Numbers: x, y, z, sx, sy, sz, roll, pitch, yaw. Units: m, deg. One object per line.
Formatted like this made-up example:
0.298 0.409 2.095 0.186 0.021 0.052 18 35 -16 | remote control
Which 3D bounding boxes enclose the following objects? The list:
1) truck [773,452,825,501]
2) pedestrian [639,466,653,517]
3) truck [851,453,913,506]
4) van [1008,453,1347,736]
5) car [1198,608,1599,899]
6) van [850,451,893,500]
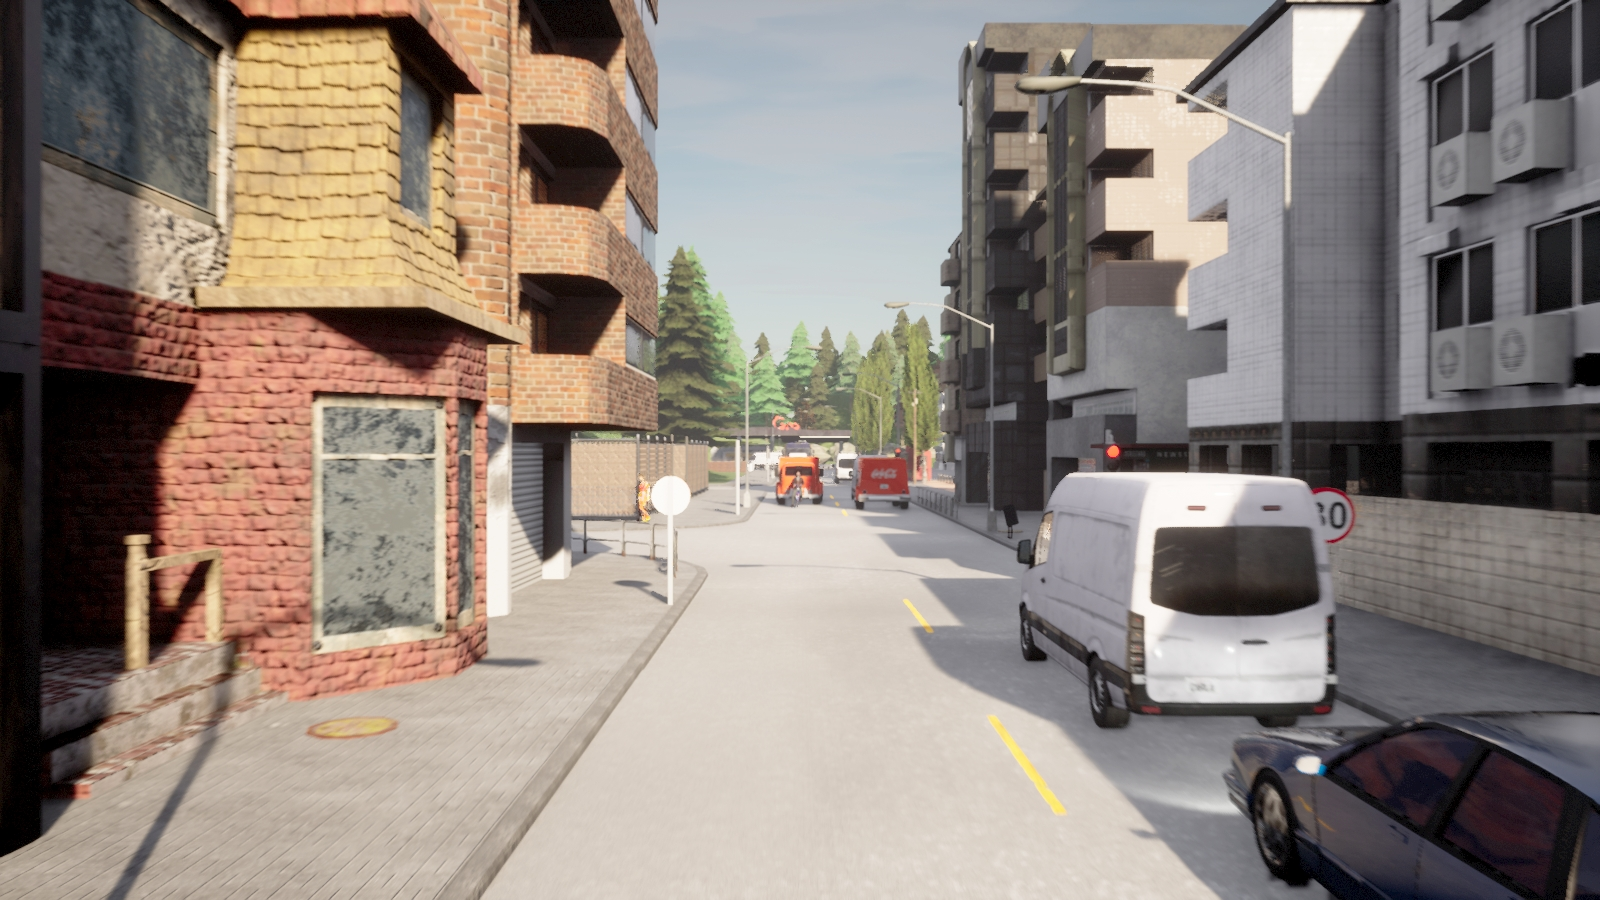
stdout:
-0.039 1.369 60.637 2.627 2.467 5.204 0 0 0 | truck
-5.690 1.539 42.245 0.375 1.860 0.375 0 0 -37 | pedestrian
3.917 1.368 55.707 2.627 2.467 5.204 0 0 0 | truck
3.975 1.319 13.342 1.988 2.561 5.915 0 0 0 | van
3.994 1.889 5.859 2.033 1.411 5.357 0 0 0 | car
3.892 1.336 63.026 1.988 2.561 5.915 0 0 0 | van
